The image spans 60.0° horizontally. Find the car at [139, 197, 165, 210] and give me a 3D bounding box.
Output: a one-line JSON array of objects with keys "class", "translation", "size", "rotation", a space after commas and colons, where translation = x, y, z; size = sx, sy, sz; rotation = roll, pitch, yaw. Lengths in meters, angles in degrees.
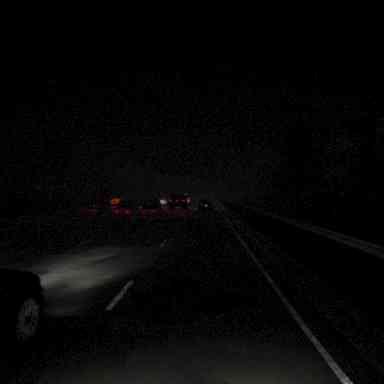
[{"class": "car", "translation": [-5.236, 1.490, 44.052], "size": [1.882, 1.535, 5.008], "rotation": [0, 0, 2]}]

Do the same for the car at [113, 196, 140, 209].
[{"class": "car", "translation": [-8.715, 1.532, 44.619], "size": [1.812, 1.442, 4.674], "rotation": [0, 0, 2]}]

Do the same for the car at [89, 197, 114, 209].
[{"class": "car", "translation": [-12.230, 1.505, 44.353], "size": [1.837, 1.490, 4.892], "rotation": [0, 0, 2]}]

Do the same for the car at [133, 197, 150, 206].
[{"class": "car", "translation": [-8.286, 1.576, 54.613], "size": [1.994, 1.385, 4.181], "rotation": [0, 0, 2]}]

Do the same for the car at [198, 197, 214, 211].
[{"class": "car", "translation": [1.759, 1.588, 41.466], "size": [1.994, 1.385, 4.181], "rotation": [0, 0, 2]}]

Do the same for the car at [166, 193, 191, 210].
[{"class": "car", "translation": [-1.738, 1.241, 43.932], "size": [2.150, 2.045, 5.566], "rotation": [0, 0, 2]}]

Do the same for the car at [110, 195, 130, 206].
[{"class": "car", "translation": [-11.783, 1.358, 54.733], "size": [2.097, 1.767, 4.553], "rotation": [0, 0, 2]}]

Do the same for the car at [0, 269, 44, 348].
[{"class": "car", "translation": [-3.377, 1.487, 3.462], "size": [2.128, 1.511, 4.902], "rotation": [0, 0, 2]}]

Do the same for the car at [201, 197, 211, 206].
[{"class": "car", "translation": [2.462, 1.560, 58.102], "size": [1.812, 1.442, 4.674], "rotation": [0, 0, 2]}]
